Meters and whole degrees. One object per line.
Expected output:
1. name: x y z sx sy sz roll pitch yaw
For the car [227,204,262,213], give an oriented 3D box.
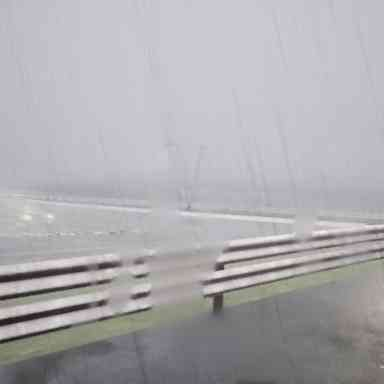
1. car: 7.479 2.517 47.430 4.902 1.511 2.128 2 -2 24
